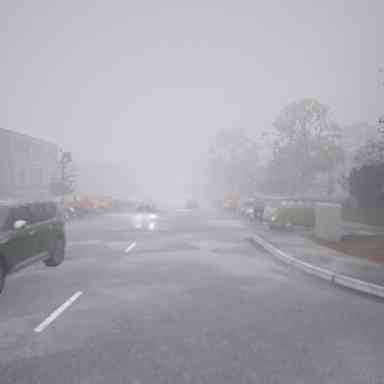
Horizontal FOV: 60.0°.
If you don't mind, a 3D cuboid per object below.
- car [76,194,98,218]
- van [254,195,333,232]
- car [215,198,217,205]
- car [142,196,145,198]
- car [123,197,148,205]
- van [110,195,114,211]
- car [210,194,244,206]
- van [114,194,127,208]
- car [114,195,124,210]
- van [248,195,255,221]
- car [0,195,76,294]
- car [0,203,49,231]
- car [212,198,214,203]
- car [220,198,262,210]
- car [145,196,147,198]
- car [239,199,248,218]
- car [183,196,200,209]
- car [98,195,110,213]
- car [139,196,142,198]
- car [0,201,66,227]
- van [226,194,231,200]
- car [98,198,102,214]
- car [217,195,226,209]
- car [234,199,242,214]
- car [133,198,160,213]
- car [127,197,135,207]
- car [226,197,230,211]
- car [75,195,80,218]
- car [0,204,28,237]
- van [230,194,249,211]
[{"bbox_3d":[-11.422,1.258,28.987,5.566,2.045,2.435,-1,0,-20],"label":"car"},{"bbox_3d":[6.301,1.272,20.008,4.442,1.987,1.878,1,0,-20],"label":"van"},{"bbox_3d":[6.478,1.624,49.505,4.792,1.488,2.163,1,-1,-20],"label":"car"},{"bbox_3d":[-11.360,1.641,58.339,4.892,1.521,2.231,-1,-1,-20],"label":"car"},{"bbox_3d":[-11.339,1.731,67.137,4.674,1.452,2.002,-1,-1,-20],"label":"car"},{"bbox_3d":[-11.491,1.311,37.756,4.442,1.987,1.878,-1,0,-20],"label":"van"},{"bbox_3d":[6.447,1.410,61.259,5.566,2.045,2.435,1,0,-20],"label":"car"},{"bbox_3d":[-11.267,1.333,43.711,4.442,1.987,1.878,-1,-1,-20],"label":"van"},{"bbox_3d":[-11.370,1.547,40.732,5.008,1.535,2.097,-1,0,-20],"label":"car"},{"bbox_3d":[6.522,1.279,23.041,4.442,1.987,1.878,1,0,-20],"label":"van"},{"bbox_3d":[-5.104,1.222,8.561,2.150,2.045,5.566,0,0,0],"label":"car"},{"bbox_3d":[-11.374,1.523,20.205,4.792,1.488,2.163,-1,0,-20],"label":"car"},{"bbox_3d":[6.490,1.675,58.340,4.792,1.488,2.163,1,-1,-20],"label":"car"},{"bbox_3d":[6.434,1.565,43.606,4.892,1.521,2.231,1,-1,-20],"label":"car"},{"bbox_3d":[-11.348,1.697,61.269,4.674,1.452,2.002,-1,-1,-20],"label":"car"},{"bbox_3d":[6.421,1.547,25.937,4.674,1.452,2.002,1,0,-20],"label":"car"},{"bbox_3d":[0.150,1.637,46.138,2.033,1.411,5.357,0,0,0],"label":"car"},{"bbox_3d":[-11.357,1.398,34.873,4.553,1.767,2.185,-1,0,-20],"label":"car"},{"bbox_3d":[-11.326,1.652,55.413,4.792,1.488,2.163,-1,-1,-20],"label":"car"},{"bbox_3d":[-11.394,1.498,23.132,4.892,1.521,2.231,-1,0,-20],"label":"car"},{"bbox_3d":[6.545,1.316,37.760,4.442,1.987,1.878,1,-1,-20],"label":"van"},{"bbox_3d":[-11.391,1.556,31.935,4.674,1.452,2.002,-1,0,-20],"label":"car"},{"bbox_3d":[6.264,1.546,40.596,5.366,1.575,1.946,1,0,-20],"label":"car"},{"bbox_3d":[6.422,1.554,28.882,4.674,1.452,2.002,1,0,-20],"label":"car"},{"bbox_3d":[-5.057,1.651,37.503,1.895,1.301,4.718,0,0,0],"label":"car"},{"bbox_3d":[-11.395,1.465,49.527,4.553,1.767,2.185,-1,-1,-20],"label":"car"},{"bbox_3d":[6.425,1.569,34.776,4.674,1.452,2.002,1,-1,-20],"label":"car"},{"bbox_3d":[-11.433,1.376,26.063,4.553,1.767,2.185,-1,0,-20],"label":"car"},{"bbox_3d":[-11.585,1.489,17.201,5.366,1.575,1.946,-1,0,-20],"label":"car"},{"bbox_3d":[6.320,1.294,31.784,4.442,1.987,1.878,1,0,-20],"label":"van"}]
